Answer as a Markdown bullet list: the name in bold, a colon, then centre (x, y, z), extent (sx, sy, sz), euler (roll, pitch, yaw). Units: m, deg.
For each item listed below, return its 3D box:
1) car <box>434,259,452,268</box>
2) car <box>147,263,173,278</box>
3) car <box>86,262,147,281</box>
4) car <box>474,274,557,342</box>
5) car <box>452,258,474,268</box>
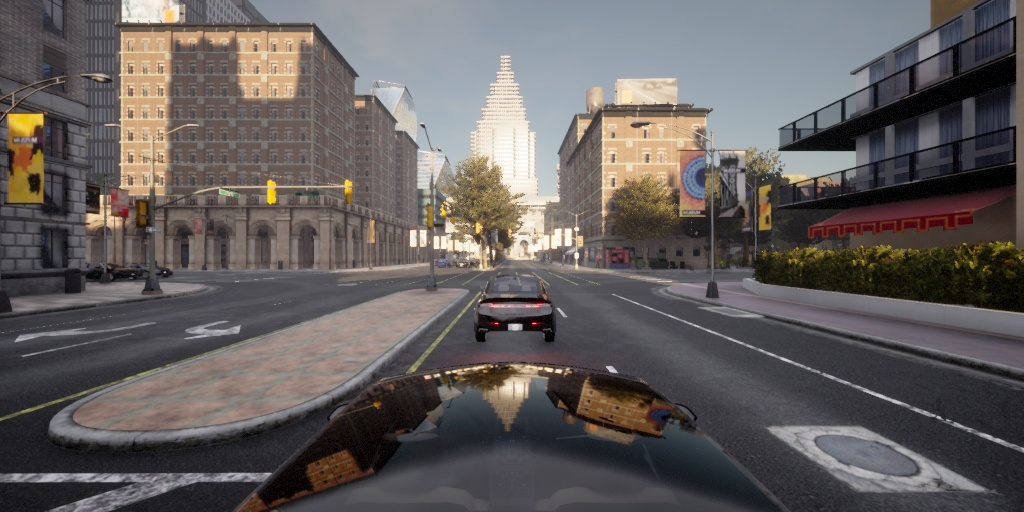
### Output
- **car**: centre (-11.554, 1.227, 59.987), extent (1.882, 1.535, 5.008), euler (0, 0, 0)
- **car**: centre (-33.636, 1.314, 32.670), extent (4.181, 1.385, 1.994), euler (0, 0, -1)
- **car**: centre (-33.348, 1.228, 29.178), extent (5.008, 1.535, 1.882), euler (0, 0, 0)
- **car**: centre (0.079, 1.242, 9.756), extent (2.128, 1.511, 4.902), euler (0, 0, 0)
- **car**: centre (-8.058, 1.241, 59.573), extent (2.128, 1.511, 4.902), euler (0, 0, 0)
